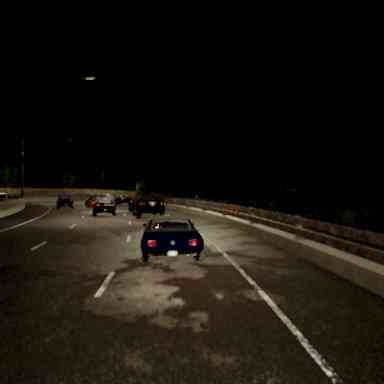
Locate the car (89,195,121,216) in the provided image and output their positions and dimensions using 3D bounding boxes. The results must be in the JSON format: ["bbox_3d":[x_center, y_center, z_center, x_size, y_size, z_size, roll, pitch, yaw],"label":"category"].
[{"bbox_3d":[-7.905,1.289,29.876,2.128,1.511,4.902,-1,0,-18],"label":"car"}]

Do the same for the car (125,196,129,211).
[{"bbox_3d":[-5.056,1.321,32.635,1.994,1.385,4.181,-1,1,-18],"label":"car"}]

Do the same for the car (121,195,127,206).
[{"bbox_3d":[-8.965,1.185,43.259,2.128,1.511,4.902,-1,1,-23],"label":"car"}]

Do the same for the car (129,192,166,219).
[{"bbox_3d":[-3.611,1.014,27.298,2.150,2.045,5.566,0,0,-15],"label":"car"}]

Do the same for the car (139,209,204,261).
[{"bbox_3d":[-0.820,1.504,11.959,1.895,1.301,4.718,0,0,-6],"label":"car"}]

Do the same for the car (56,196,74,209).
[{"bbox_3d":[-15.853,1.242,41.572,2.128,1.511,4.902,-1,1,-23],"label":"car"}]

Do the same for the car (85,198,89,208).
[{"bbox_3d":[-12.494,1.285,42.634,1.994,1.385,4.181,-1,1,-23],"label":"car"}]
